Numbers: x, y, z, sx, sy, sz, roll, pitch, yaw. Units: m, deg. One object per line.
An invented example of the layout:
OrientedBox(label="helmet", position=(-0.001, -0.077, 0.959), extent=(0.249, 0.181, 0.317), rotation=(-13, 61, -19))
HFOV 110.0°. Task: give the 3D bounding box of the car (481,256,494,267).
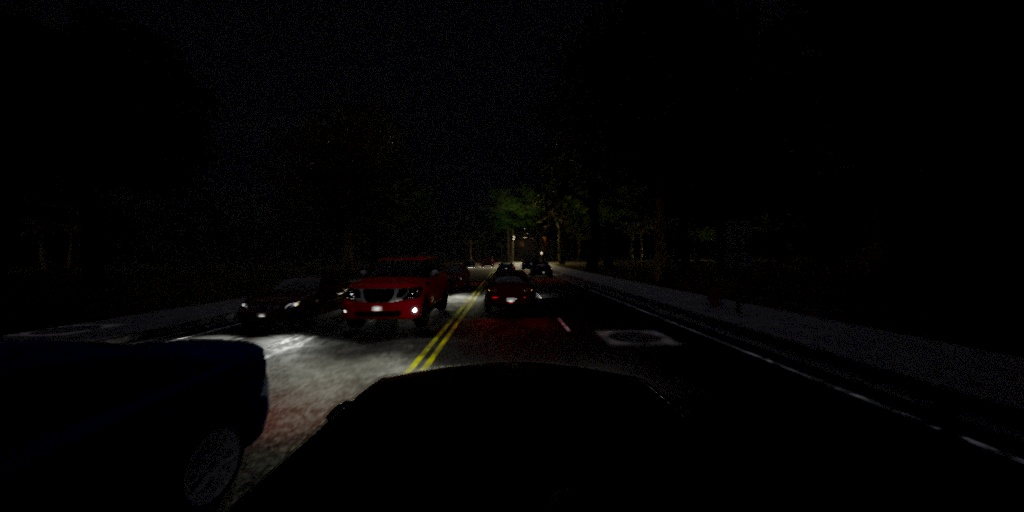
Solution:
OrientedBox(label="car", position=(-4.375, 1.045, 65.040), extent=(2.150, 2.045, 5.566), rotation=(0, 0, -1))

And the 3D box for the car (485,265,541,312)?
OrientedBox(label="car", position=(-0.078, 1.279, 14.142), extent=(1.812, 1.442, 4.674), rotation=(0, 0, -1))

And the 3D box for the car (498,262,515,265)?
OrientedBox(label="car", position=(-0.581, 1.308, 40.098), extent=(1.994, 1.385, 4.181), rotation=(0, 0, -1))

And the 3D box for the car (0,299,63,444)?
OrientedBox(label="car", position=(-6.577, 1.288, 1.970), extent=(2.128, 1.511, 4.902), rotation=(0, 0, -1))

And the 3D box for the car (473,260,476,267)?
OrientedBox(label="car", position=(-7.623, 1.343, 65.012), extent=(2.033, 1.411, 5.357), rotation=(0, 0, -1))

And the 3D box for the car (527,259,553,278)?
OrientedBox(label="car", position=(2.751, 1.254, 33.906), extent=(1.812, 1.442, 4.674), rotation=(0, 0, -1))

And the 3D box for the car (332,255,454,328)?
OrientedBox(label="car", position=(-3.513, 0.998, 11.951), extent=(2.150, 2.045, 5.566), rotation=(0, 0, -1))

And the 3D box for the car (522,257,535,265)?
OrientedBox(label="car", position=(2.473, 1.061, 49.587), extent=(2.097, 1.767, 4.553), rotation=(0, 0, 0))

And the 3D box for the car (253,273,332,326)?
OrientedBox(label="car", position=(-6.758, 1.324, 11.960), extent=(1.812, 1.442, 4.674), rotation=(0, 0, -1))

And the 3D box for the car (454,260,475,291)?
OrientedBox(label="car", position=(-3.686, 1.256, 22.463), extent=(1.882, 1.535, 5.008), rotation=(0, 0, -1))

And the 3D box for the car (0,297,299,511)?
OrientedBox(label="car", position=(-3.320, 1.251, 1.442), extent=(1.882, 1.535, 5.008), rotation=(0, 0, 0))
